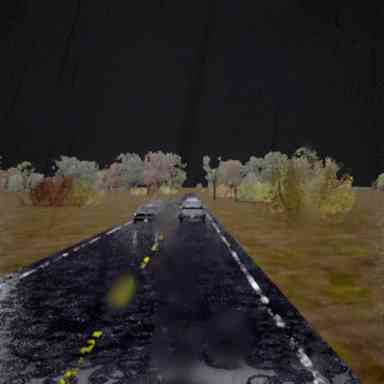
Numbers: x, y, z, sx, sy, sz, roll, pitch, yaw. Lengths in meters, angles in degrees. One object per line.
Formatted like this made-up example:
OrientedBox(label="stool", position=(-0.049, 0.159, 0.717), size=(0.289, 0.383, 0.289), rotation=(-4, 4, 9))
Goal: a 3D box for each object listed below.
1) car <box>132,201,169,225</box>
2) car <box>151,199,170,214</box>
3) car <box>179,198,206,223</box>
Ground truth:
OrientedBox(label="car", position=(-3.017, 1.554, 24.024), size=(1.895, 1.301, 4.718), rotation=(0, 0, 0))
OrientedBox(label="car", position=(-2.995, 1.300, 29.121), size=(1.994, 1.385, 4.181), rotation=(0, 0, 0))
OrientedBox(label="car", position=(0.044, 1.444, 24.859), size=(2.128, 1.511, 4.902), rotation=(0, 0, 1))
